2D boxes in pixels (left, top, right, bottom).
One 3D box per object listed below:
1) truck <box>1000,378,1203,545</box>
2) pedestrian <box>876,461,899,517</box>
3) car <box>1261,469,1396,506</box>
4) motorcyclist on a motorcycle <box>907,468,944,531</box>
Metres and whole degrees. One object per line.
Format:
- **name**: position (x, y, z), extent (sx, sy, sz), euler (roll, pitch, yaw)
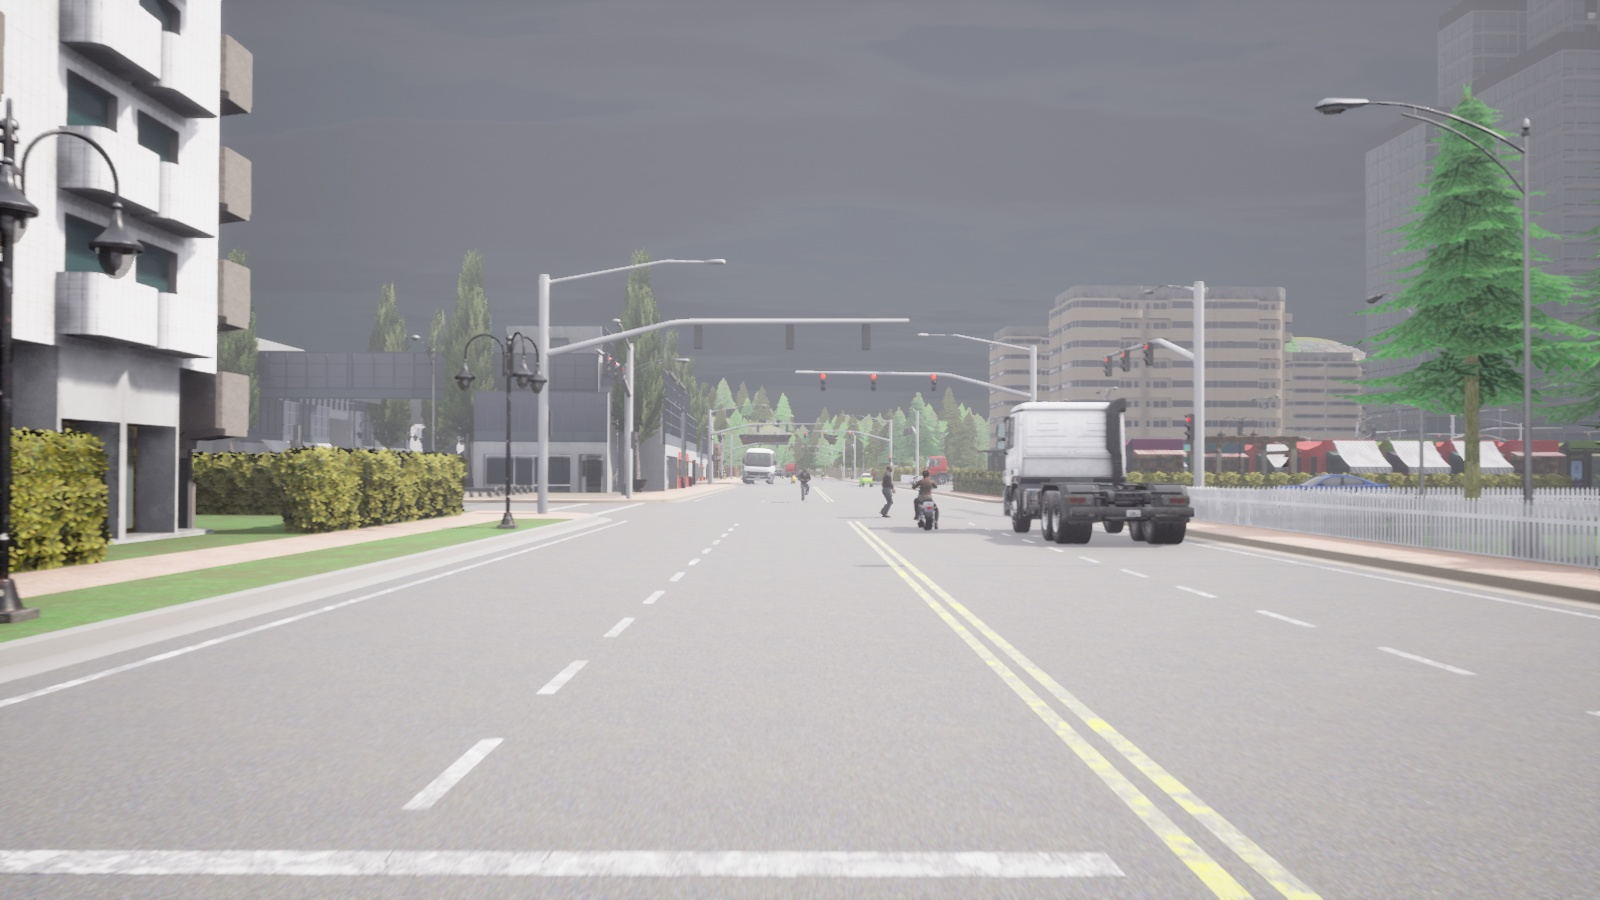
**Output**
- **truck**: position (6.932, 0.313, 30.203), extent (2.891, 3.462, 7.936), euler (0, -1, 0)
- **pedestrian**: position (2.911, 1.304, 41.752), extent (0.720, 1.854, 0.376), euler (0, -1, -6)
- **car**: position (22.699, 1.613, 54.000), extent (5.008, 1.535, 1.882), euler (0, -1, -2)
- **motorcyclist on a motorcycle**: position (3.416, 1.331, 34.340), extent (0.766, 1.649, 2.350), euler (0, -1, 0)
